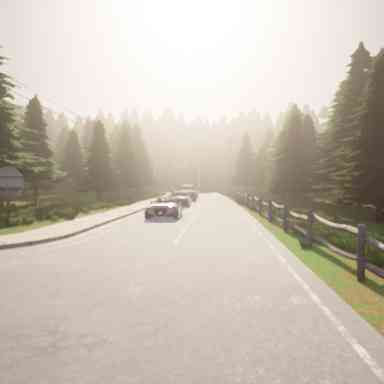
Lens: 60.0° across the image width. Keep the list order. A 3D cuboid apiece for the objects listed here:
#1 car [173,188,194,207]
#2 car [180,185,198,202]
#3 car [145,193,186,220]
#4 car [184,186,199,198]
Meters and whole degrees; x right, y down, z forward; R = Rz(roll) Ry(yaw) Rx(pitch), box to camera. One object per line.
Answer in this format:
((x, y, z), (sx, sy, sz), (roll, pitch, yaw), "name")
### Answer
((-1.143, 0.652, 32.632), (1.837, 1.490, 4.892), (0, 2, 3), "car")
((-0.601, 0.120, 42.359), (2.150, 2.045, 5.566), (0, 2, 3), "car")
((-1.740, 0.994, 21.660), (1.994, 1.385, 4.181), (0, 1, 4), "car")
((-0.046, -0.052, 54.115), (2.097, 1.767, 4.553), (0, 1, 3), "car")
